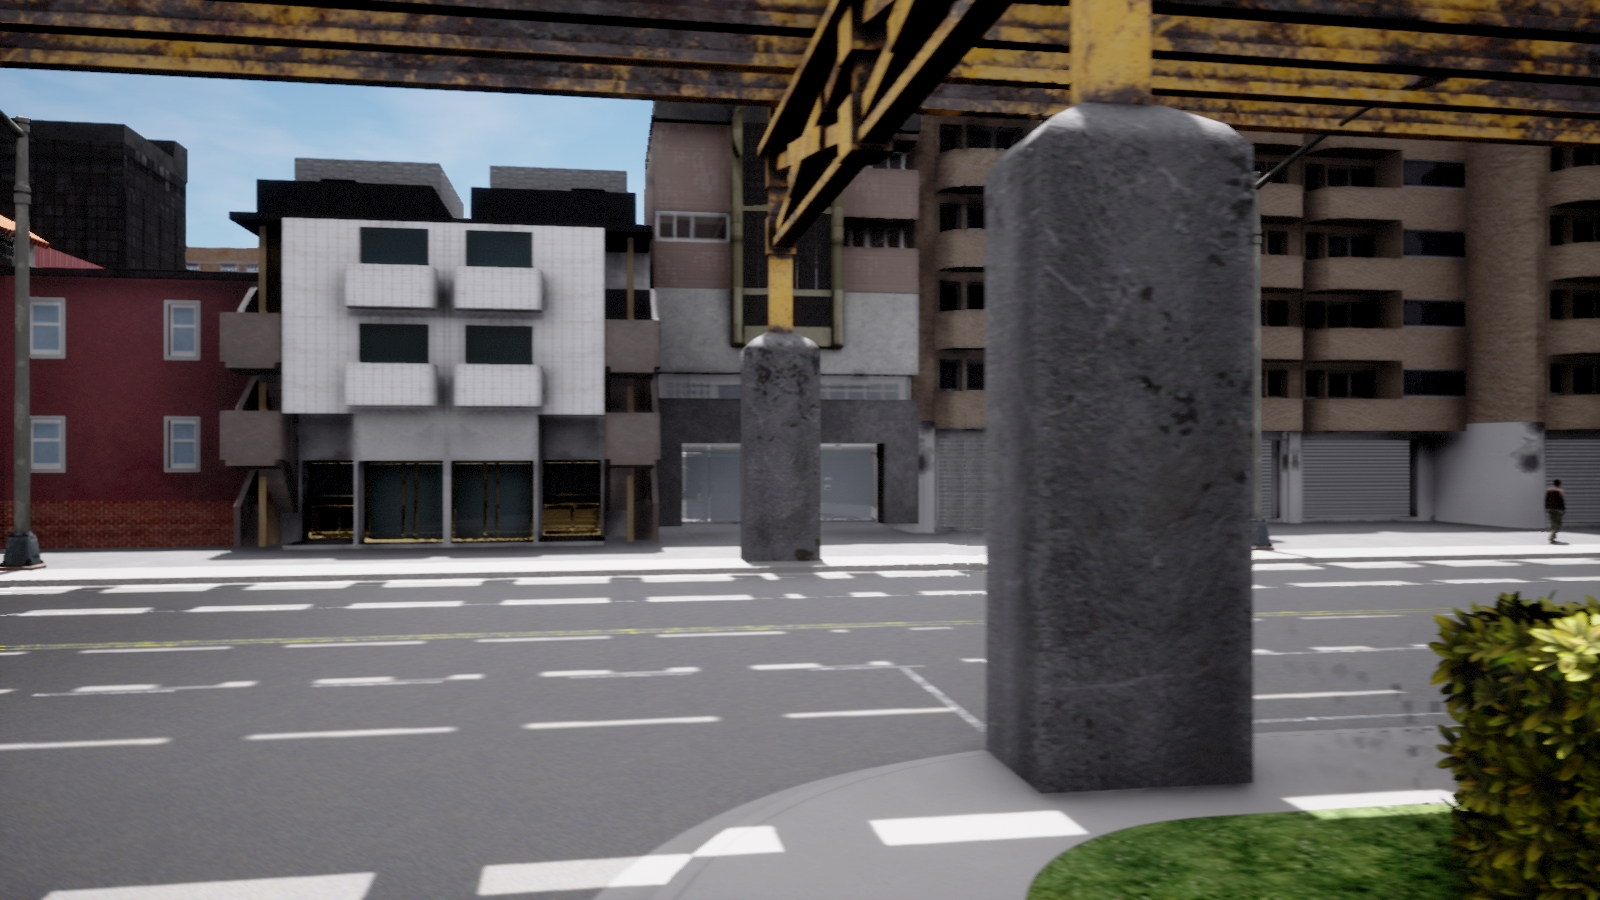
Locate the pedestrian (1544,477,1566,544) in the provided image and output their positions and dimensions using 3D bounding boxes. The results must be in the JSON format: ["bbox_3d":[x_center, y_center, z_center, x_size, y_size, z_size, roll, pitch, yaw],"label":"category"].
[{"bbox_3d":[21.286,1.703,32.210,0.375,1.860,0.375,0,0,-17],"label":"pedestrian"}]
